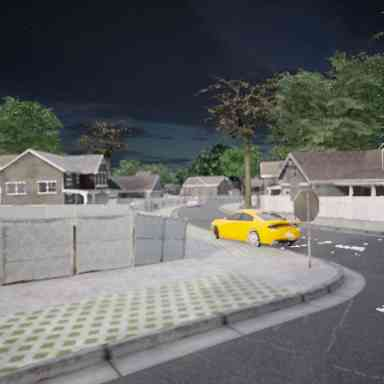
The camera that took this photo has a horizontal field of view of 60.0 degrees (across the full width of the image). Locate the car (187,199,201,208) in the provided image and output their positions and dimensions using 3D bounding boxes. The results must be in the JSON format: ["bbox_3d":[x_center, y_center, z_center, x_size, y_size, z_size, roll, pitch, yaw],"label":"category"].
[{"bbox_3d":[0.352,1.819,54.994,1.812,1.442,4.674,-2,0,8],"label":"car"}]

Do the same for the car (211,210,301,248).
[{"bbox_3d":[2.709,1.581,15.279,1.882,1.535,5.008,1,-2,-27],"label":"car"}]
